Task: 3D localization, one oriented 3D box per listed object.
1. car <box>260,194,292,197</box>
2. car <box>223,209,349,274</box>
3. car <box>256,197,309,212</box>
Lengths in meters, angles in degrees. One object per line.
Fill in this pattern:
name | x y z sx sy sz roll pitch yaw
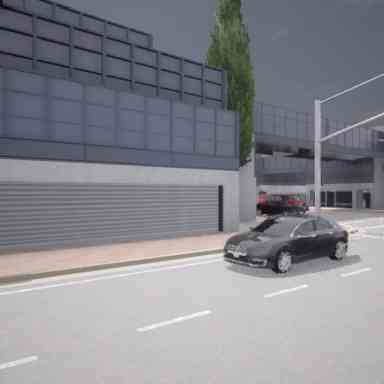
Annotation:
car | 9.167 1.221 34.007 2.150 2.045 5.566 0 0 -35
car | 3.160 1.505 10.677 4.892 1.490 1.837 0 0 -37
car | 7.729 1.478 30.046 1.882 1.535 5.008 0 0 -37
